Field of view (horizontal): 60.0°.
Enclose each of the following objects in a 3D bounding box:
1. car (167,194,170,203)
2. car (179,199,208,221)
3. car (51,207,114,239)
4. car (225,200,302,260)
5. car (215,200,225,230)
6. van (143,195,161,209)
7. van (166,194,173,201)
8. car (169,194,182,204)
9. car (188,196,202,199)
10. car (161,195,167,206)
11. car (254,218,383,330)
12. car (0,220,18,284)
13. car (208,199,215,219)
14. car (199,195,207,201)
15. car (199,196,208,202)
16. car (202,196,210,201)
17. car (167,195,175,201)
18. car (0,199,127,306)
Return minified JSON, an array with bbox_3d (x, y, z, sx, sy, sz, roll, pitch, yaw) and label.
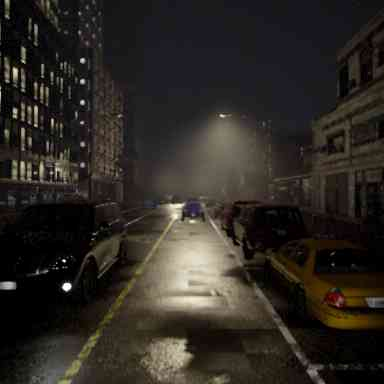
[{"bbox_3d":[-5.698,1.611,62.209,1.802,1.307,4.206,0,0,0],"label":"car"},{"bbox_3d":[0.096,1.532,27.360,1.812,1.442,4.674,0,0,0],"label":"car"},{"bbox_3d":[-5.690,1.569,17.913,1.947,1.339,4.313,0,0,0],"label":"car"},{"bbox_3d":[2.692,1.317,12.376,2.192,1.841,5.009,0,0,0],"label":"car"},{"bbox_3d":[2.691,1.318,17.912,2.192,1.841,5.009,0,0,0],"label":"car"},{"bbox_3d":[-5.694,1.356,45.598,1.690,1.788,3.998,0,0,0],"label":"van"},{"bbox_3d":[-5.701,1.393,84.356,1.690,1.788,3.998,0,0,0],"label":"van"},{"bbox_3d":[-2.999,1.508,63.495,1.882,1.535,5.008,0,0,-2],"label":"car"},{"bbox_3d":[0.093,1.493,45.917,1.882,1.535,5.008,0,0,0],"label":"car"},{"bbox_3d":[-5.697,1.549,56.502,1.752,1.417,4.829,0,0,0],"label":"car"},{"bbox_3d":[2.693,1.526,7.008,1.752,1.417,4.829,0,0,0],"label":"car"},{"bbox_3d":[-5.688,1.526,6.669,1.752,1.417,4.829,0,0,0],"label":"car"},{"bbox_3d":[2.688,1.572,28.986,1.947,1.339,4.313,0,0,0],"label":"car"},{"bbox_3d":[2.680,1.597,84.357,1.887,1.381,4.507,0,0,0],"label":"car"},{"bbox_3d":[2.680,1.628,78.819,1.802,1.307,4.206,0,0,0],"label":"car"},{"bbox_3d":[2.686,1.597,45.597,1.802,1.307,4.206,0,0,0],"label":"car"},{"bbox_3d":[-5.703,1.604,89.894,1.887,1.381,4.507,0,0,0],"label":"car"},{"bbox_3d":[-3.101,1.222,8.368,2.150,2.045,5.566,0,0,0],"label":"car"}]
